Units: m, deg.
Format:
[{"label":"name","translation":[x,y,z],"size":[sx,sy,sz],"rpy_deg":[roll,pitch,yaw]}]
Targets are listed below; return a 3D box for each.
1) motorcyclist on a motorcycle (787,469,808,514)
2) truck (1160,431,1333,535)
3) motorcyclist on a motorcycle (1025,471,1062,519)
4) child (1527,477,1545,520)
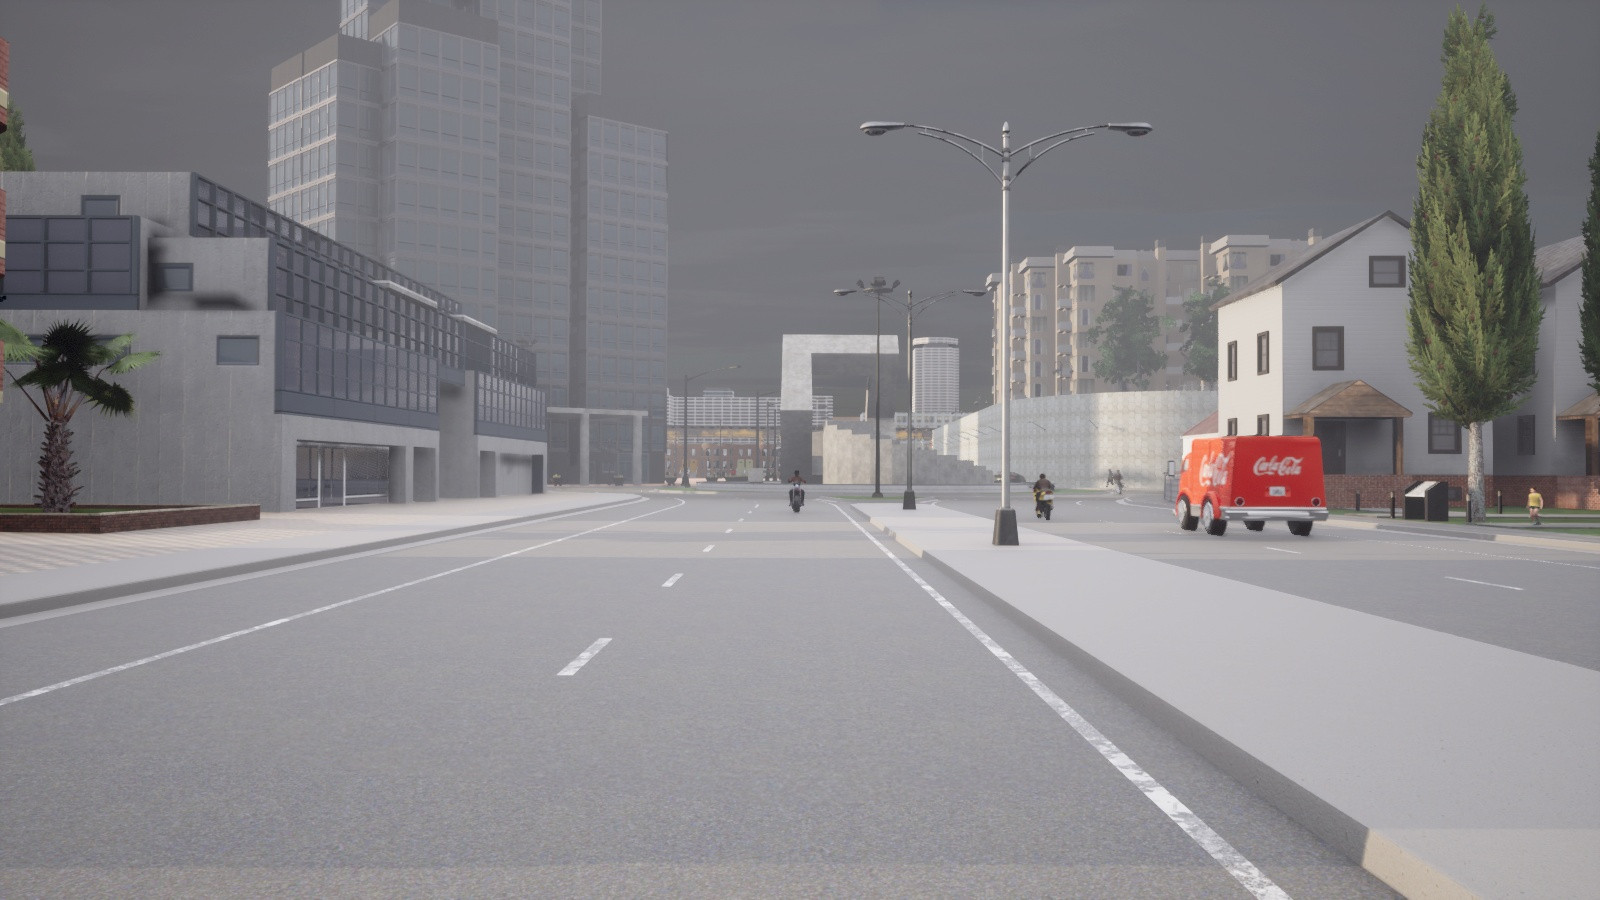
[{"label":"motorcyclist on a motorcycle","translation":[-0.106,1.560,47.387],"size":[0.766,1.649,2.350],"rpy_deg":[0,-1,0]},{"label":"truck","translation":[11.424,0.829,32.628],"size":[2.627,2.467,5.204],"rpy_deg":[0,-1,0]},{"label":"motorcyclist on a motorcycle","translation":[7.908,1.450,40.862],"size":[0.797,1.523,2.044],"rpy_deg":[0,-1,0]},{"label":"child","translation":[19.383,1.276,33.077],"size":[0.394,1.110,0.255],"rpy_deg":[0,-1,-33]}]
